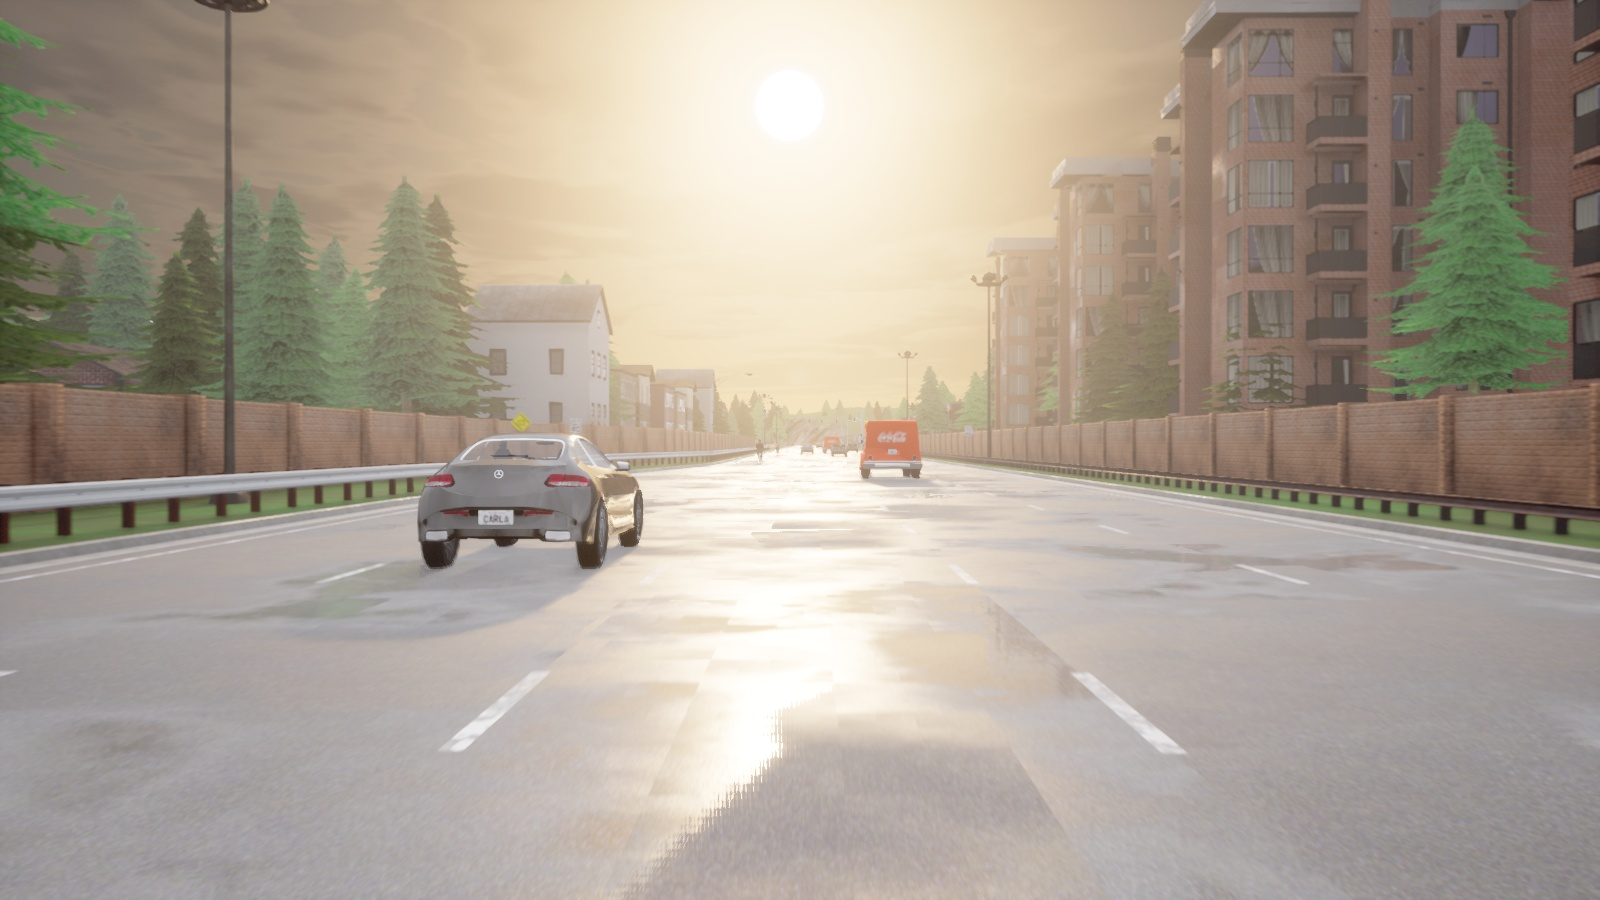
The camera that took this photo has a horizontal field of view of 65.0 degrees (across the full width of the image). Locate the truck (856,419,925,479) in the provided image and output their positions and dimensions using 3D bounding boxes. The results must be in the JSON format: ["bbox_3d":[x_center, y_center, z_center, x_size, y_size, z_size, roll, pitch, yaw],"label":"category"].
[{"bbox_3d":[3.824,-0.042,54.298,2.627,2.467,5.204,0,0,0],"label":"truck"}]

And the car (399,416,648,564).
[{"bbox_3d":[-3.390,0.429,16.556,2.152,1.651,5.027,0,0,0],"label":"car"}]
